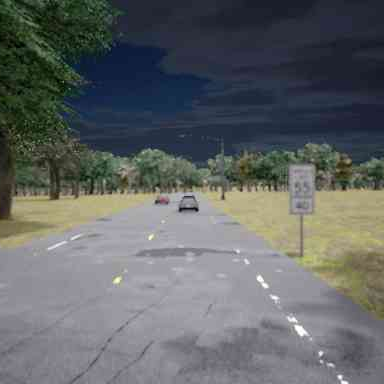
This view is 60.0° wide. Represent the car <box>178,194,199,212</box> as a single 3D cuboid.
[{"bbox_3d":[-0.313,1.193,32.891,1.994,1.385,4.181,0,1,0],"label":"car"}]

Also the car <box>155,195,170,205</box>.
[{"bbox_3d":[-3.980,1.074,45.108,1.895,1.301,4.718,0,1,-1],"label":"car"}]
